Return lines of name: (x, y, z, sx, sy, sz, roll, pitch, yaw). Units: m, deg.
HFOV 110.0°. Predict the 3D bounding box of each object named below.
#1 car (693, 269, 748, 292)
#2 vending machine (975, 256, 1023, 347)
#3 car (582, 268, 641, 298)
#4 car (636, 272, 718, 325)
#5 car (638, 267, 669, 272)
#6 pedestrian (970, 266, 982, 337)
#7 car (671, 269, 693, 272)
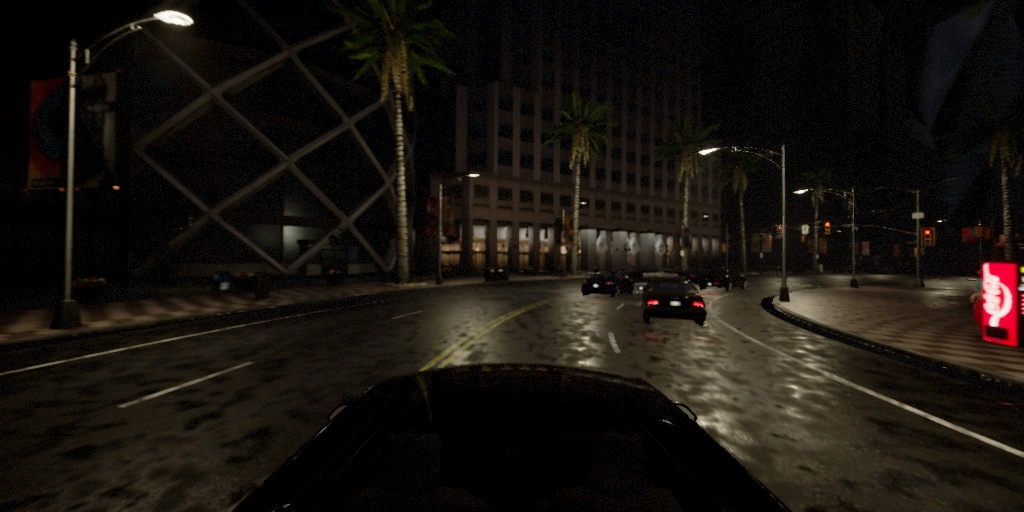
car: (15.082, 1.662, 25.502, 4.892, 1.490, 1.837, 1, -1, -39)
vending machine: (11.685, 1.118, 8.104, 1.100, 2.100, 0.880, 0, 0, 14)
car: (5.706, 1.591, 20.888, 1.994, 1.385, 4.181, 0, -1, 37)
car: (5.630, 1.476, 12.828, 2.033, 1.411, 5.357, 0, -1, 20)
car: (14.529, 1.855, 33.982, 4.718, 1.301, 1.895, 1, -1, -31)
pedestrian: (11.731, 1.074, 8.874, 0.375, 1.860, 0.375, 0, -1, 15)
car: (16.372, 1.805, 31.543, 4.181, 1.385, 1.994, 1, -1, -28)
